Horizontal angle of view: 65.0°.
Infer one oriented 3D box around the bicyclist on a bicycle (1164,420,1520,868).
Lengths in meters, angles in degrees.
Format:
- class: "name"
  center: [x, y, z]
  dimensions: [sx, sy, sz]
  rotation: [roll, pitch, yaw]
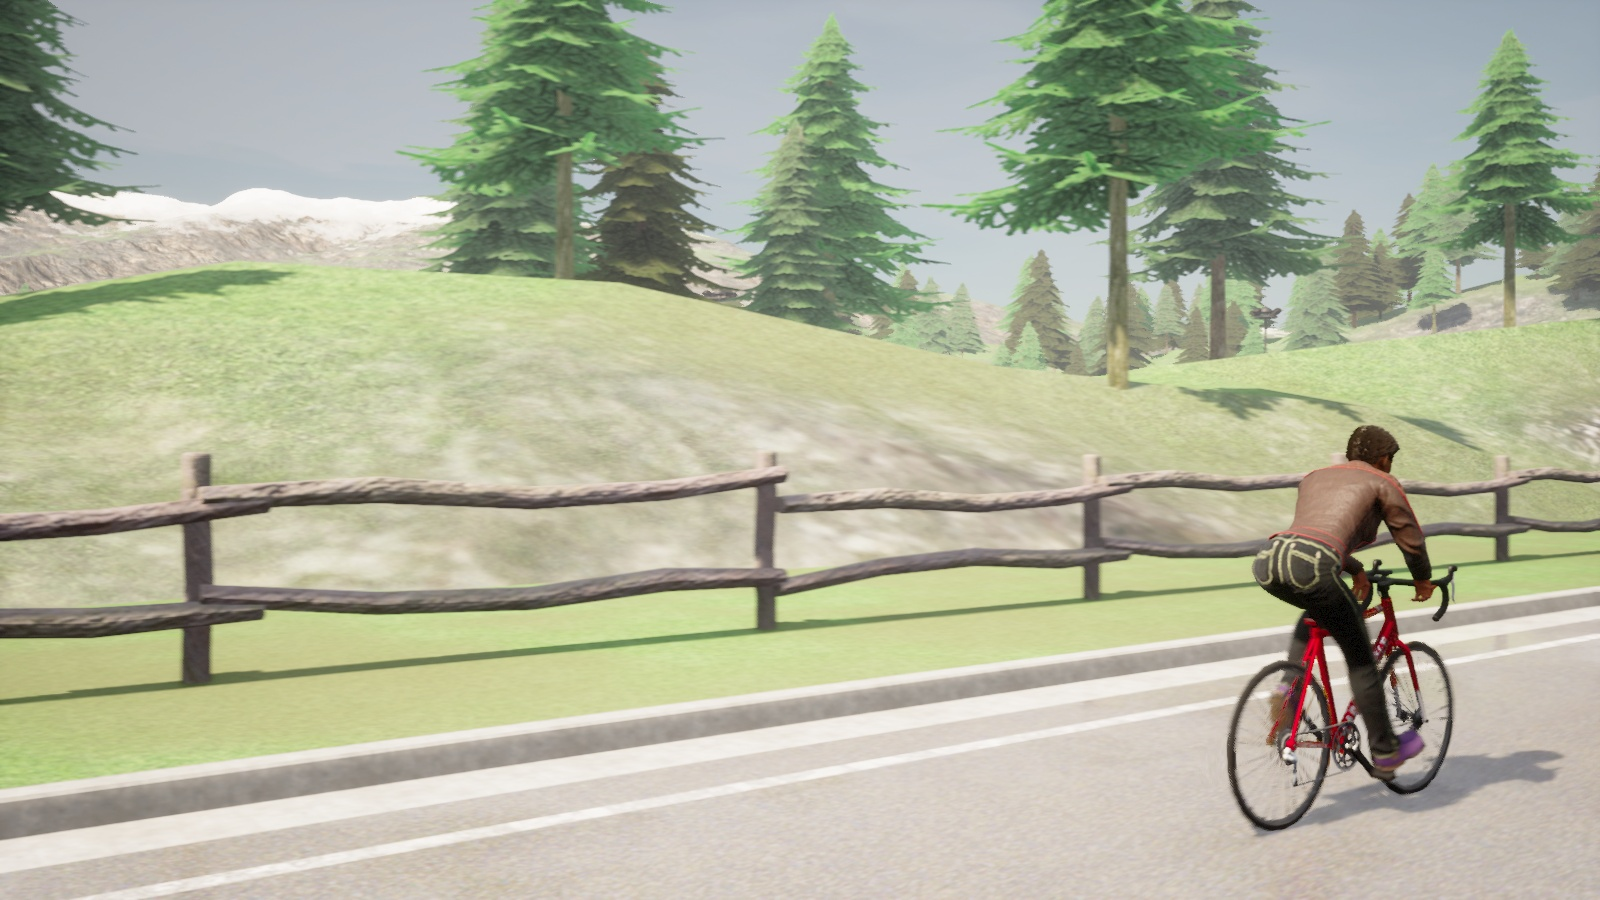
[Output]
- class: "bicyclist on a bicycle"
  center: [2.303, 0.709, 5.262]
  dimensions: [1.656, 1.620, 0.582]
  rotation: [0, 0, -35]
